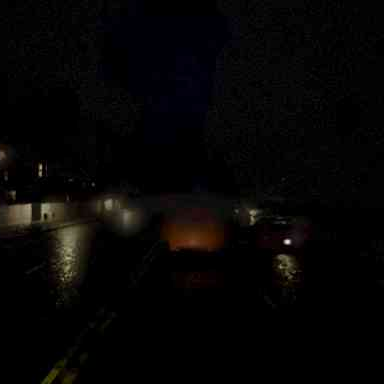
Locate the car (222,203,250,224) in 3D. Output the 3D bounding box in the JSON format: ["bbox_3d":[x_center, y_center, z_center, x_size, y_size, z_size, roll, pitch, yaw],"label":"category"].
[{"bbox_3d":[3.683,1.674,28.281,2.097,1.767,4.553,0,-1,2],"label":"car"}]

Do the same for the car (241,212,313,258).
[{"bbox_3d":[3.356,1.717,13.514,1.994,1.385,4.181,0,-1,1],"label":"car"}]

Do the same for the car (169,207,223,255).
[{"bbox_3d":[0.122,1.639,14.199,1.882,1.535,5.008,0,0,1],"label":"car"}]

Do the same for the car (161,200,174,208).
[{"bbox_3d":[-4.524,2.220,61.563,1.882,1.535,5.008,0,-1,4],"label":"car"}]

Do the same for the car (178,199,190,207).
[{"bbox_3d":[-1.277,2.088,61.433,2.097,1.767,4.553,0,-1,4],"label":"car"}]

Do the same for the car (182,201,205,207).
[{"bbox_3d":[0.466,1.813,29.171,1.882,1.535,5.008,0,0,2],"label":"car"}]
